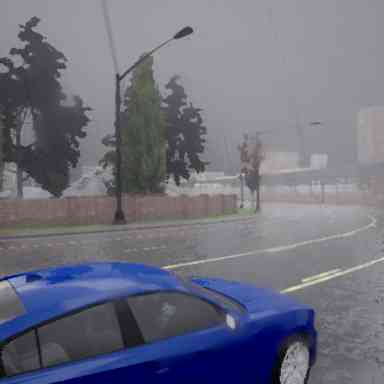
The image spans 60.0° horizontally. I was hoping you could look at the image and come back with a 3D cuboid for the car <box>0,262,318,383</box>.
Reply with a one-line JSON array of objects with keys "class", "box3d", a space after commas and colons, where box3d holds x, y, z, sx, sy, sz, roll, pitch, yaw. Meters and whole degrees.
[{"class": "car", "box3d": [-0.725, 1.496, 3.400, 5.008, 1.535, 1.882, 1, 0, -36]}]
